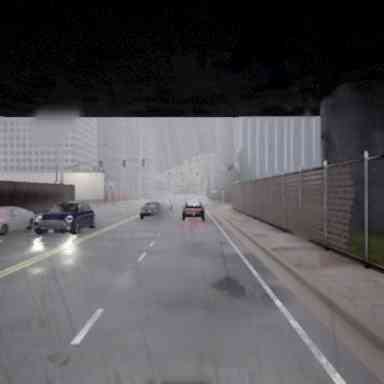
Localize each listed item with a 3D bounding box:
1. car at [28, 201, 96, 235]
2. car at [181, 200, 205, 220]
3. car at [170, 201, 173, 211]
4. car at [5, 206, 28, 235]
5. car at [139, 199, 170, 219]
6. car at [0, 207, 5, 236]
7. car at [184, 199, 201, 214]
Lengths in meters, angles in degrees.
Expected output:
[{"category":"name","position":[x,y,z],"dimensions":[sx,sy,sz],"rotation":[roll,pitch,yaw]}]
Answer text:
[{"category":"car","position":[-7.050,1.373,18.928],"dimensions":[2.097,1.767,4.553],"rotation":[0,0,0]},{"category":"car","position":[0.121,1.524,28.091],"dimensions":[2.128,1.511,4.902],"rotation":[0,0,0]},{"category":"car","position":[-3.398,1.571,40.923],"dimensions":[1.812,1.442,4.674],"rotation":[0,0,0]},{"category":"car","position":[-10.553,1.574,18.797],"dimensions":[1.812,1.442,4.674],"rotation":[0,2,0]},{"category":"car","position":[-3.395,1.581,29.178],"dimensions":[2.033,1.411,5.357],"rotation":[0,0,0]},{"category":"car","position":[-10.484,1.553,14.323],"dimensions":[1.895,1.301,4.718],"rotation":[0,3,0]},{"category":"car","position":[0.104,1.569,37.354],"dimensions":[1.812,1.442,4.674],"rotation":[0,0,1]}]
